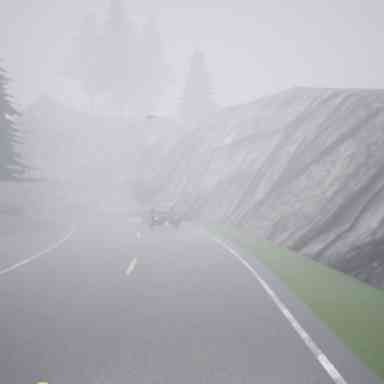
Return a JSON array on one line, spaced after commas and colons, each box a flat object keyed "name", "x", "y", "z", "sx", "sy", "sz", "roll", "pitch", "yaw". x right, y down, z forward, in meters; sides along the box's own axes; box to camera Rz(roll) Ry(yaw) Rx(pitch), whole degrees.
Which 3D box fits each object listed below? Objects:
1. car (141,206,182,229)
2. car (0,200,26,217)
[{"name": "car", "x": -2.110, "y": 1.567, "z": 21.546, "sx": 1.895, "sy": 1.301, "sz": 4.718, "roll": 0, "pitch": 0, "yaw": -17}, {"name": "car", "x": -17.509, "y": 1.479, "z": 30.023, "sx": 4.674, "sy": 1.442, "sz": 1.812, "roll": 0, "pitch": 0, "yaw": 0}]
